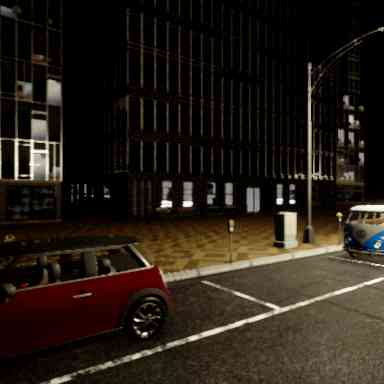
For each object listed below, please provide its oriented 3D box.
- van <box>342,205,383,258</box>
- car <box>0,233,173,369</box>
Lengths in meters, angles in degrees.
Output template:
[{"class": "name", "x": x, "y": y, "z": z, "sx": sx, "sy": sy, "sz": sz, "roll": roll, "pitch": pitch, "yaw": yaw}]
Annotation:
[{"class": "van", "x": 6.836, "y": 1.335, "z": 11.430, "sx": 3.998, "sy": 1.788, "sz": 1.690, "roll": 0, "pitch": 0, "yaw": -35}, {"class": "car", "x": -2.397, "y": 1.440, "z": 4.849, "sx": 4.097, "sy": 1.590, "sz": 1.967, "roll": 0, "pitch": 0, "yaw": -35}]
